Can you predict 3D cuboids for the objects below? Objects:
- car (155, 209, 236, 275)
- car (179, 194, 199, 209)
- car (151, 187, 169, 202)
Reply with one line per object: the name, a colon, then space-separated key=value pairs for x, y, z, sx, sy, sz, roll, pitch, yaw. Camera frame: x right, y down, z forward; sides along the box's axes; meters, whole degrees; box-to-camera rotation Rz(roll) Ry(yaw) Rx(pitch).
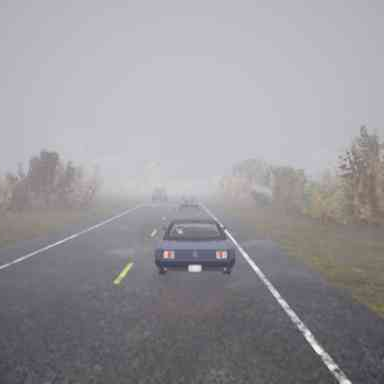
car: x=0.067 y=1.424 z=9.834 sx=1.895 sy=1.301 sz=4.718 roll=0 pitch=1 yaw=0
car: x=-0.325 y=0.938 z=32.693 sx=2.033 sy=1.411 sz=5.357 roll=0 pitch=1 yaw=-2
car: x=-4.435 y=0.347 z=46.414 sx=2.150 sy=2.045 sz=5.566 roll=0 pitch=1 yaw=-3
